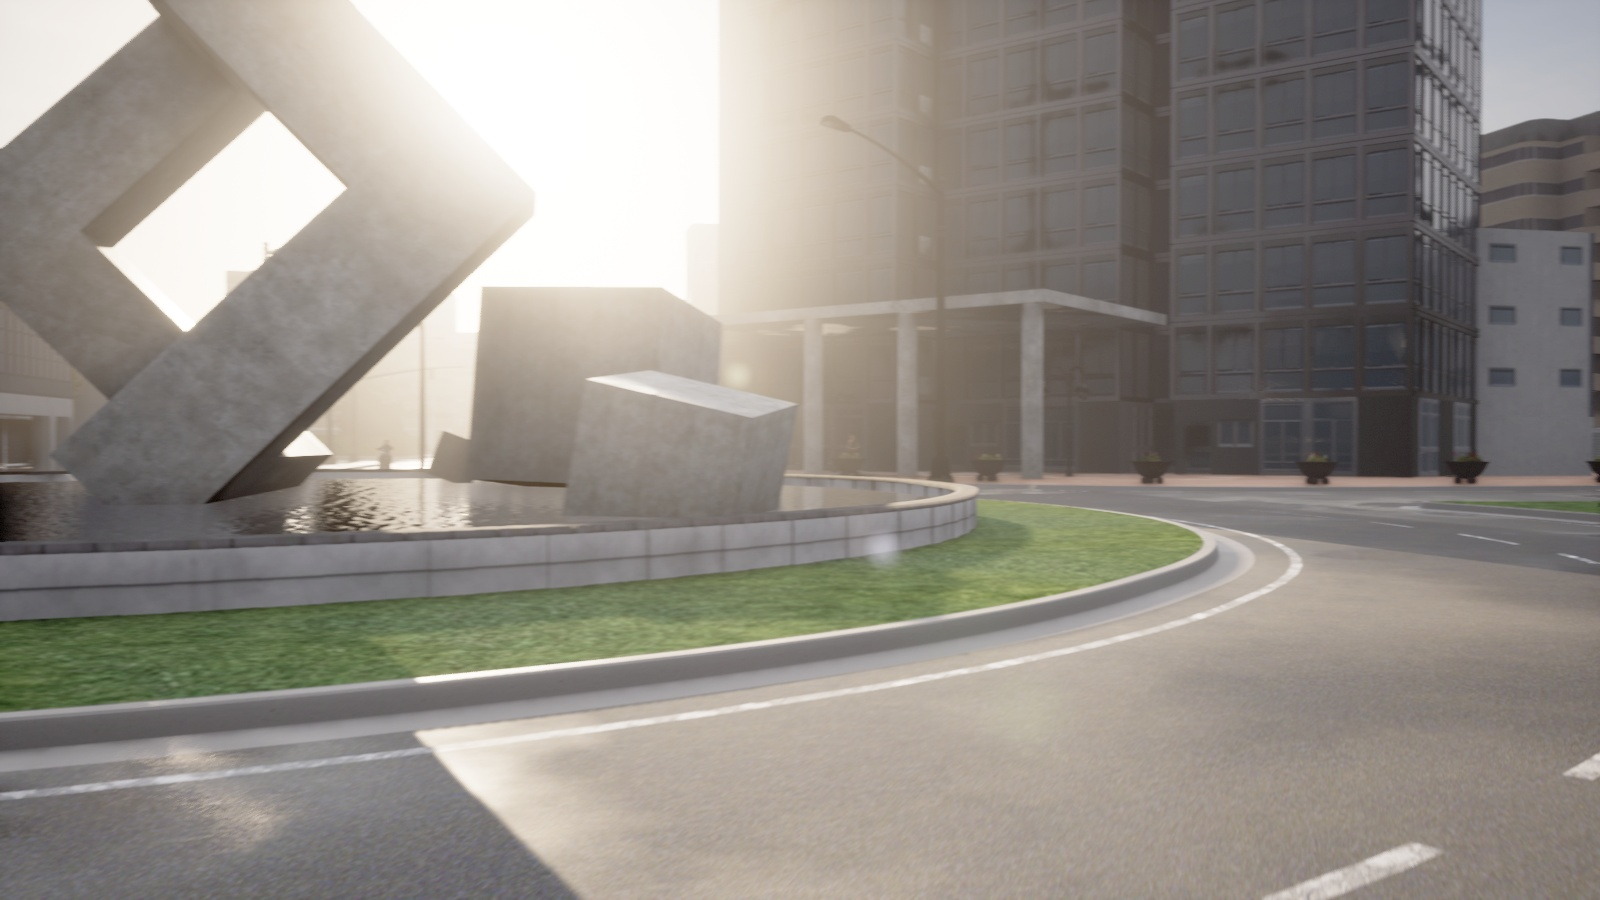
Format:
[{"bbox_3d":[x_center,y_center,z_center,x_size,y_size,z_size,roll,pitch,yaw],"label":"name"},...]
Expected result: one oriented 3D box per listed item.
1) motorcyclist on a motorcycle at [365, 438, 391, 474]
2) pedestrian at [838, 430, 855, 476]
[{"bbox_3d":[-19.631,0.270,58.432,0.766,1.649,2.350,0,1,-9],"label":"motorcyclist on a motorcycle"},{"bbox_3d":[1.895,0.111,51.018,0.594,1.836,0.345,1,0,44],"label":"pedestrian"}]
